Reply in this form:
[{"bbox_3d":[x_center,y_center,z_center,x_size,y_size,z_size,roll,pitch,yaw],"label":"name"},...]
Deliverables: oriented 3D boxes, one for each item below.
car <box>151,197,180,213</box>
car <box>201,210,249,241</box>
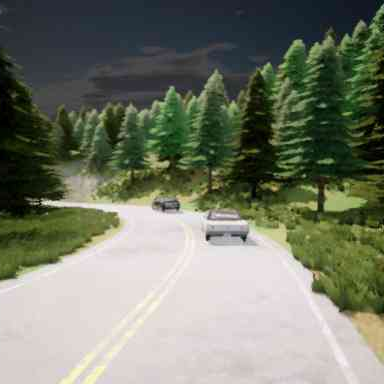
[{"bbox_3d":[-2.755,1.235,33.969,2.128,1.511,4.902,-2,1,-24],"label":"car"},{"bbox_3d":[1.448,1.503,16.202,1.895,1.301,4.718,0,0,-1],"label":"car"}]
